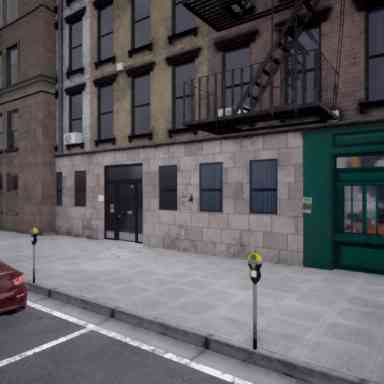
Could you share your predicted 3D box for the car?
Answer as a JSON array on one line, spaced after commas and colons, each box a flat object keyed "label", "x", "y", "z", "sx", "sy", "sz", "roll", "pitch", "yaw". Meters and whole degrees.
[{"label": "car", "x": -4.691, "y": 1.582, "z": 6.192, "sx": 4.206, "sy": 1.307, "sz": 1.802, "roll": 0, "pitch": 0, "yaw": 36}]
